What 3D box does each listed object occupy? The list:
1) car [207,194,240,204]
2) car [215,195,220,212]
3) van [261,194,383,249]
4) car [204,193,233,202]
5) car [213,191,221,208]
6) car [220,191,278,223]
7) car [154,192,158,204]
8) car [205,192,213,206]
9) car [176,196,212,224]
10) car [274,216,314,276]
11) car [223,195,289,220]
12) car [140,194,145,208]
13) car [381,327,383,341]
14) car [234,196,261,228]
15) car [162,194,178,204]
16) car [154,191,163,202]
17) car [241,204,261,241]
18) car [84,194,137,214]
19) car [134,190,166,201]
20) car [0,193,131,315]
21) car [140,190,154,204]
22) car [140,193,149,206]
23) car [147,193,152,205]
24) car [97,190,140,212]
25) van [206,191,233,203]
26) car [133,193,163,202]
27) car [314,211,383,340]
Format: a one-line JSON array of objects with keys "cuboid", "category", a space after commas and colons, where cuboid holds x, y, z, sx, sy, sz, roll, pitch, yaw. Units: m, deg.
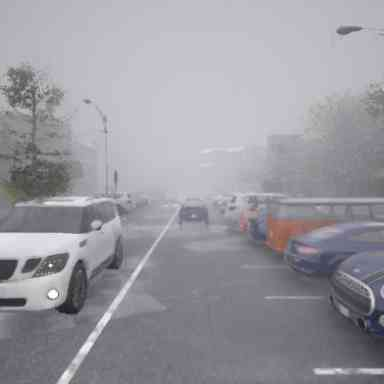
[{"cuboid": [4.682, 1.089, 50.028, 4.674, 1.452, 2.002, 0, 0, 0], "category": "car"}, {"cuboid": [4.636, 1.271, 27.680, 4.792, 1.488, 2.163, 0, 0, 0], "category": "car"}, {"cuboid": [4.773, 1.159, 10.915, 4.442, 1.987, 1.878, 0, 0, 0], "category": "van"}, {"cuboid": [4.678, 0.945, 58.420, 4.892, 1.521, 2.231, 0, 2, 0], "category": "car"}, {"cuboid": [4.701, 1.066, 33.389, 4.553, 1.767, 2.185, 0, 0, 0], "category": "car"}, {"cuboid": [4.689, 1.062, 19.297, 5.566, 2.045, 2.435, 0, 0, 0], "category": "car"}, {"cuboid": [-7.659, 1.082, 46.239, 4.892, 1.521, 2.231, 0, 0, 0], "category": "car"}, {"cuboid": [4.672, 1.073, 47.358, 4.892, 1.521, 2.231, 0, 1, 0], "category": "car"}, {"cuboid": [0.113, 1.282, 22.619, 1.882, 1.535, 5.008, 0, 1, 0], "category": "car"}, {"cuboid": [4.652, 1.449, 8.124, 4.674, 1.452, 2.002, 0, 0, 0], "category": "car"}, {"cuboid": [4.696, 1.139, 24.883, 4.553, 1.767, 2.185, 0, 0, 0], "category": "car"}, {"cuboid": [-7.657, 1.222, 34.487, 4.674, 1.452, 2.002, 0, 0, 0], "category": "car"}, {"cuboid": [4.646, 1.456, 2.661, 5.008, 1.535, 2.097, 0, 0, 0], "category": "car"}, {"cuboid": [4.629, 1.212, 16.503, 4.553, 1.767, 2.185, 0, 0, 0], "category": "car"}, {"cuboid": [-3.047, 1.090, 50.509, 1.812, 1.442, 4.674, 0, 0, 0], "category": "car"}, {"cuboid": [-7.464, 1.026, 52.241, 5.366, 1.575, 1.946, 0, 0, 0], "category": "car"}, {"cuboid": [4.686, 1.391, 13.713, 4.792, 1.488, 2.163, 0, 0, 0], "category": "car"}, {"cuboid": [-7.630, 1.082, 31.547, 4.553, 1.767, 2.185, 0, 0, 0], "category": "car"}, {"cuboid": [-7.615, 0.628, 60.951, 5.566, 2.045, 2.435, 0, 1, 0], "category": "car"}, {"cuboid": [-3.095, 1.154, 7.772, 2.150, 2.045, 5.566, 0, 0, 0], "category": "car"}, {"cuboid": [-7.686, 0.980, 43.425, 4.553, 1.767, 2.185, 0, 0, 0], "category": "car"}, {"cuboid": [-7.655, 1.196, 37.550, 4.674, 1.452, 2.002, 0, 0, 0], "category": "car"}, {"cuboid": [-7.685, 1.160, 40.488, 4.792, 1.488, 2.163, 0, 0, 0], "category": "car"}, {"cuboid": [-7.691, 0.980, 28.733, 5.566, 2.045, 2.435, 0, 0, 0], "category": "car"}, {"cuboid": [4.566, 0.769, 55.609, 4.442, 1.987, 1.878, 0, 1, 0], "category": "van"}, {"cuboid": [-7.651, 0.952, 58.013, 5.008, 1.535, 2.097, 0, 1, 0], "category": "car"}, {"cuboid": [4.684, 1.308, 5.330, 4.553, 1.767, 2.185, 0, 0, 0], "category": "car"}]
